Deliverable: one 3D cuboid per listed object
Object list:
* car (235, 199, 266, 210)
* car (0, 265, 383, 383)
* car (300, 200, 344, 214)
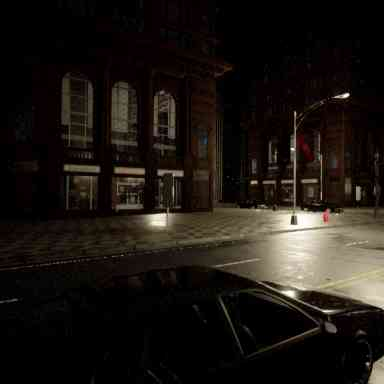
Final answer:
[{"bbox_3d":[8.183,1.731,46.548,1.837,1.490,4.892,1,-1,-35],"label":"car"},{"bbox_3d":[0.000,1.548,3.445,5.357,1.411,2.033,0,0,-36],"label":"car"},{"bbox_3d":[14.590,1.681,37.523,1.837,1.490,4.892,1,-1,-35],"label":"car"}]
